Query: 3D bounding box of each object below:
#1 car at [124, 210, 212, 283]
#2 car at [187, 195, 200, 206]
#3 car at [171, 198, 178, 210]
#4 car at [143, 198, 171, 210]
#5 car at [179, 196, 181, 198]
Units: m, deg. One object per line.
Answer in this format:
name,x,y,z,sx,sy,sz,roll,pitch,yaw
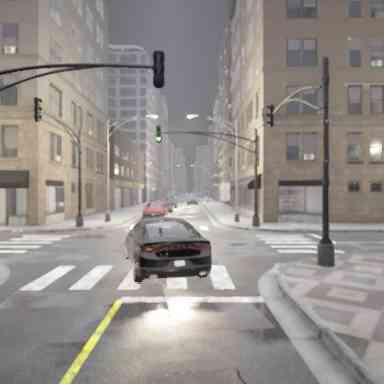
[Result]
car,-0.928,1.500,9.934,1.882,1.535,5.008,0,-1,-15
car,0.078,1.730,59.609,1.895,1.301,4.718,0,0,0
car,-3.061,1.629,38.305,2.033,1.411,5.357,0,0,0
car,-3.094,1.539,28.574,1.882,1.535,5.008,0,0,-1
car,-3.062,1.609,48.480,1.837,1.490,4.892,0,0,0
